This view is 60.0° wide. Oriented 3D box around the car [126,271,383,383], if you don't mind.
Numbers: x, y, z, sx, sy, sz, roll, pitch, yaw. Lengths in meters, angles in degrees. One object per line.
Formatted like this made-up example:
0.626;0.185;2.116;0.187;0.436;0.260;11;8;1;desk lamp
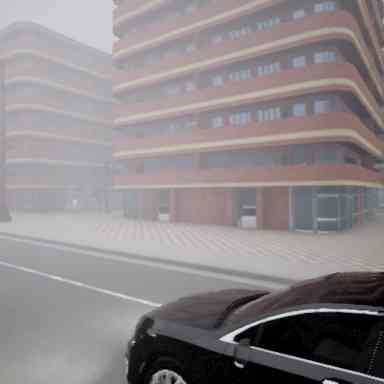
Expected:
1.535;1.503;2.873;4.892;1.490;1.837;0;0;36;car
